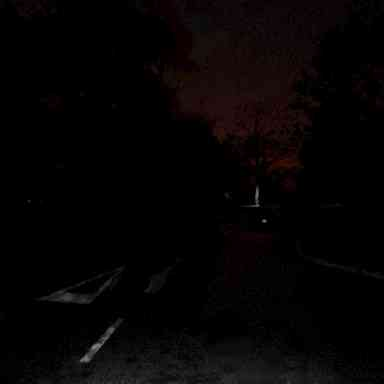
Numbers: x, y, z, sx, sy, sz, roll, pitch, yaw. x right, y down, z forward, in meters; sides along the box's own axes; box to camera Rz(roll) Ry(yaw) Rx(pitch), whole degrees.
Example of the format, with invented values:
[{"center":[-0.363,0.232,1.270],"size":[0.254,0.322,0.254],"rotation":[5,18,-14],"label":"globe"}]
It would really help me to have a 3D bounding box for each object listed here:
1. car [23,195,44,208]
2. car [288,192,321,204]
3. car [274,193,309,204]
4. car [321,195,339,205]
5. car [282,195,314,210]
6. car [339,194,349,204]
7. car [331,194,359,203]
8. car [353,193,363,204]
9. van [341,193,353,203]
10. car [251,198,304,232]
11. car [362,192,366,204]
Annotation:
[{"center":[-23.182,1.299,48.592],"size":[2.097,1.767,4.553],"rotation":[0,0,-35],"label":"car"},{"center":[17.262,1.067,53.950],"size":[5.566,2.045,2.435],"rotation":[0,-1,4],"label":"car"},{"center":[17.620,1.143,59.400],"size":[5.566,2.045,2.435],"rotation":[0,-1,4],"label":"car"},{"center":[22.438,1.203,56.104],"size":[2.097,1.767,4.553],"rotation":[0,-1,5],"label":"car"},{"center":[11.349,1.382,38.530],"size":[1.895,1.301,4.718],"rotation":[0,0,-25],"label":"car"},{"center":[26.067,1.468,60.104],"size":[1.994,1.385,4.181],"rotation":[0,-1,4],"label":"car"},{"center":[30.331,1.376,66.132],"size":[4.553,1.767,2.185],"rotation":[0,-2,4],"label":"car"},{"center":[29.529,1.281,54.012],"size":[5.008,1.535,2.097],"rotation":[0,-1,4],"label":"car"},{"center":[30.033,1.210,63.111],"size":[4.442,1.987,1.878],"rotation":[0,-1,4],"label":"van"},{"center":[5.000,1.364,19.668],"size":[1.882,1.535,5.008],"rotation":[-1,0,29],"label":"car"},{"center":[29.303,1.116,50.987],"size":[4.553,1.767,2.185],"rotation":[0,-1,4],"label":"car"}]
